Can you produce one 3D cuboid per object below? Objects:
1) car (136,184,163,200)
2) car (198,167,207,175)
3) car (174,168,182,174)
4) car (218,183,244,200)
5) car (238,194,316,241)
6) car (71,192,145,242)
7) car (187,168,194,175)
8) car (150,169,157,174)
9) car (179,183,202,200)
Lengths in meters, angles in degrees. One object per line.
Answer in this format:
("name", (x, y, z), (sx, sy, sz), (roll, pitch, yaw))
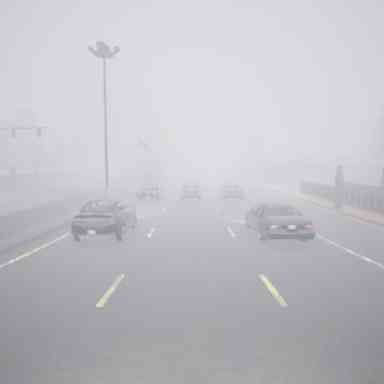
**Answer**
("car", (-3.611, -0.045, 29.017), (1.895, 1.301, 4.718), (0, 5, 0))
("car", (3.046, -5.434, 90.507), (1.994, 1.385, 4.181), (0, 5, 0))
("car", (-3.970, -5.772, 93.401), (1.882, 1.535, 5.008), (0, 5, 0))
("car", (3.389, -0.097, 29.021), (2.033, 1.411, 5.357), (0, 5, 0))
("car", (3.473, 1.112, 14.085), (2.033, 1.411, 5.357), (0, 4, 0))
("car", (-3.527, 1.049, 14.041), (2.128, 1.511, 4.902), (0, 3, 0))
("car", (-0.452, -5.394, 90.138), (1.895, 1.301, 4.718), (0, 5, 0))
("car", (-10.979, -5.799, 94.628), (2.033, 1.411, 5.357), (0, 5, 0))
("car", (-0.111, -0.095, 29.001), (2.033, 1.411, 5.357), (0, 5, 0))
